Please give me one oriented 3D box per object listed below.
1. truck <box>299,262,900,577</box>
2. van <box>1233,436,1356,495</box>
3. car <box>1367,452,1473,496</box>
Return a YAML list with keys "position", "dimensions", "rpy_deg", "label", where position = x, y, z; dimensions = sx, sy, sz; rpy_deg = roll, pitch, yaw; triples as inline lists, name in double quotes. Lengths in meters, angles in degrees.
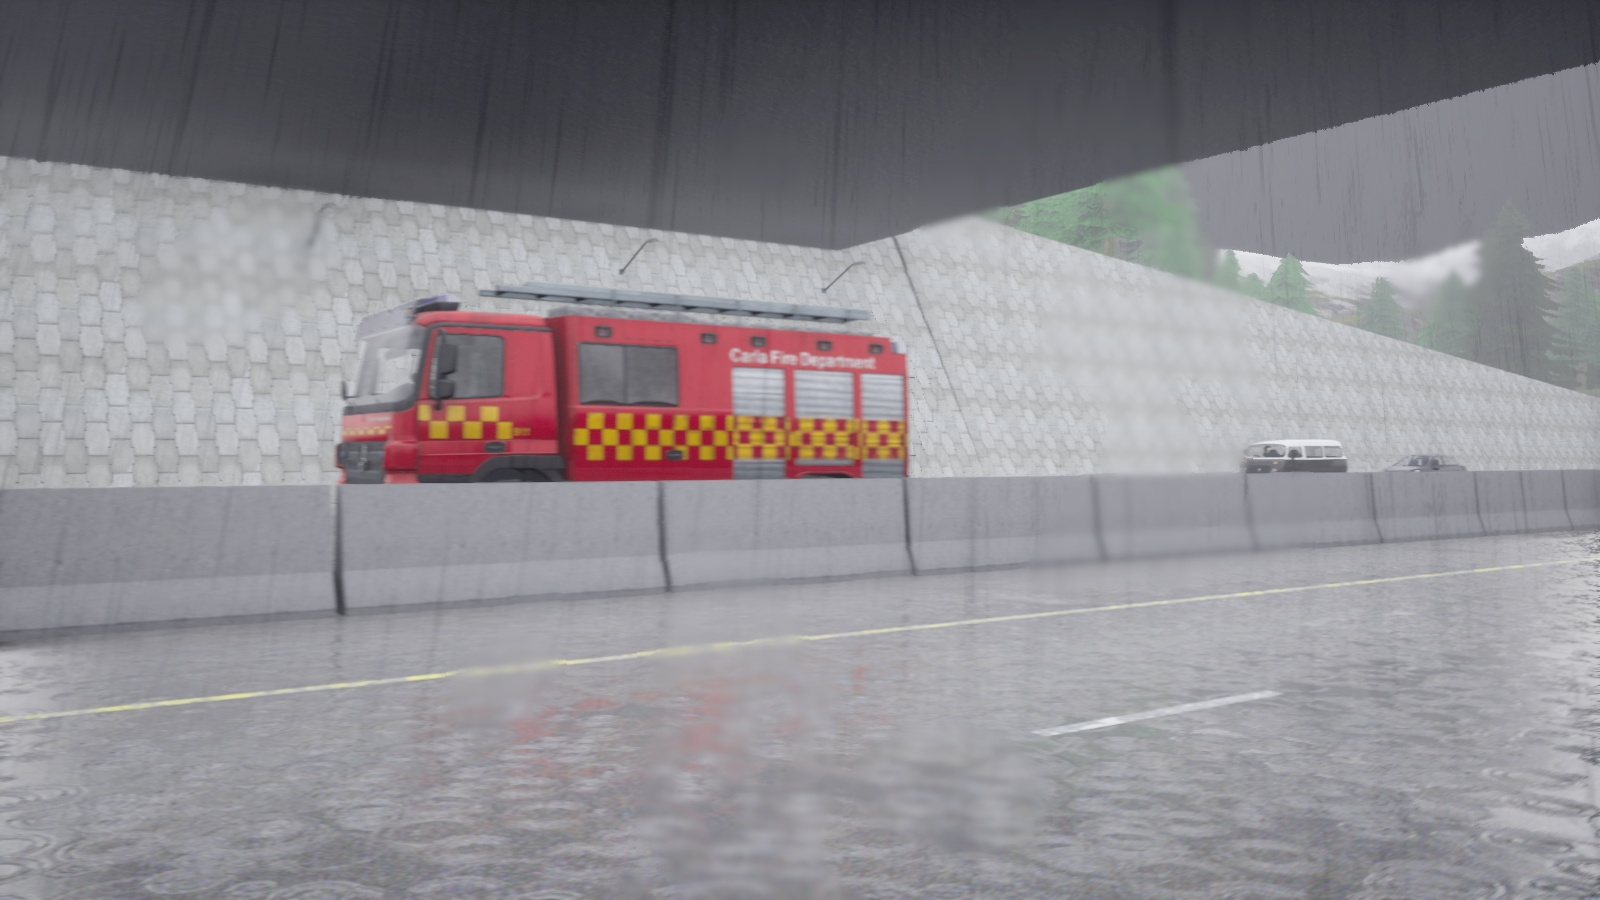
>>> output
- position: [-2.715, -0.368, 18.830]
  dimensions: [8.468, 3.827, 2.891]
  rpy_deg: [0, 0, -35]
  label: "truck"
- position: [18.173, 0.543, 46.114]
  dimensions: [4.480, 2.038, 2.069]
  rpy_deg: [0, 0, -35]
  label: "van"
- position: [21.987, 0.821, 44.501]
  dimensions: [3.633, 1.501, 1.845]
  rpy_deg: [0, 0, -35]
  label: "car"
